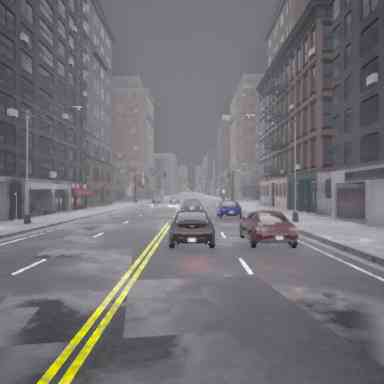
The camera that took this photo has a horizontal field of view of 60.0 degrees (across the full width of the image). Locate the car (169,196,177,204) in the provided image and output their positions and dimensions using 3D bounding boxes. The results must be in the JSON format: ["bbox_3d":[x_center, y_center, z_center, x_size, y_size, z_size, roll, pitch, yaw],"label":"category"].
[{"bbox_3d":[-3.250,1.529,62.650,2.128,1.511,4.902,0,0,0],"label":"car"}]

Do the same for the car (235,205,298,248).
[{"bbox_3d":[3.250,1.533,14.649,1.812,1.442,4.674,0,0,0],"label":"car"}]

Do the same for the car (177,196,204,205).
[{"bbox_3d":[0.000,1.369,29.620,2.097,1.767,4.553,0,0,0],"label":"car"}]

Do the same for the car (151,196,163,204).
[{"bbox_3d":[-6.500,1.568,62.650,1.837,1.490,4.892,0,0,0],"label":"car"}]

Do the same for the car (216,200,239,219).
[{"bbox_3d":[3.250,1.488,29.649,1.882,1.535,5.008,0,0,0],"label":"car"}]

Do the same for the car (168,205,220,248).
[{"bbox_3d":[0.000,1.517,14.649,1.837,1.490,4.892,0,0,0],"label":"car"}]
